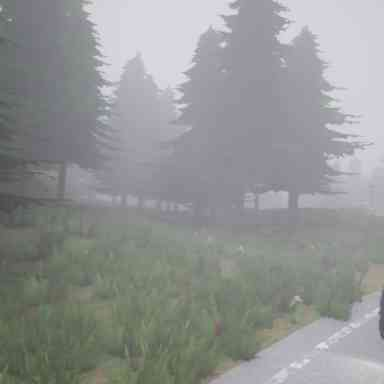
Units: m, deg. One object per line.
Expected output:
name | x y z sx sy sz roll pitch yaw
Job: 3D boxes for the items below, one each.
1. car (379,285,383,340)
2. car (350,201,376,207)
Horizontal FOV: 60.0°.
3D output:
car | 4.711 1.342 5.342 2.097 1.767 4.553 2 1 44
car | 18.902 1.739 38.003 1.812 1.442 4.674 5 -3 -13
